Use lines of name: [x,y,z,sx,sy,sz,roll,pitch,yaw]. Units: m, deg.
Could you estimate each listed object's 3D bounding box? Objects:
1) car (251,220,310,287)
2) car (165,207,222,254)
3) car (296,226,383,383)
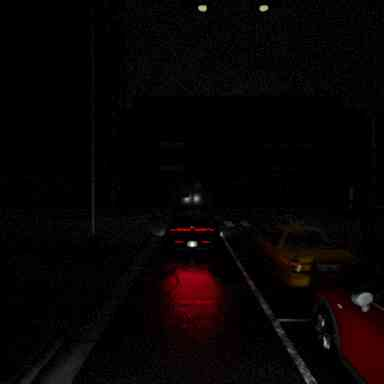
car: [2.644,1.395,8.721,1.752,1.417,4.829,0,1,0]
car: [0.056,1.317,12.616,1.837,1.490,4.892,0,1,1]
car: [2.644,1.392,3.112,1.967,1.590,4.097,0,1,0]
